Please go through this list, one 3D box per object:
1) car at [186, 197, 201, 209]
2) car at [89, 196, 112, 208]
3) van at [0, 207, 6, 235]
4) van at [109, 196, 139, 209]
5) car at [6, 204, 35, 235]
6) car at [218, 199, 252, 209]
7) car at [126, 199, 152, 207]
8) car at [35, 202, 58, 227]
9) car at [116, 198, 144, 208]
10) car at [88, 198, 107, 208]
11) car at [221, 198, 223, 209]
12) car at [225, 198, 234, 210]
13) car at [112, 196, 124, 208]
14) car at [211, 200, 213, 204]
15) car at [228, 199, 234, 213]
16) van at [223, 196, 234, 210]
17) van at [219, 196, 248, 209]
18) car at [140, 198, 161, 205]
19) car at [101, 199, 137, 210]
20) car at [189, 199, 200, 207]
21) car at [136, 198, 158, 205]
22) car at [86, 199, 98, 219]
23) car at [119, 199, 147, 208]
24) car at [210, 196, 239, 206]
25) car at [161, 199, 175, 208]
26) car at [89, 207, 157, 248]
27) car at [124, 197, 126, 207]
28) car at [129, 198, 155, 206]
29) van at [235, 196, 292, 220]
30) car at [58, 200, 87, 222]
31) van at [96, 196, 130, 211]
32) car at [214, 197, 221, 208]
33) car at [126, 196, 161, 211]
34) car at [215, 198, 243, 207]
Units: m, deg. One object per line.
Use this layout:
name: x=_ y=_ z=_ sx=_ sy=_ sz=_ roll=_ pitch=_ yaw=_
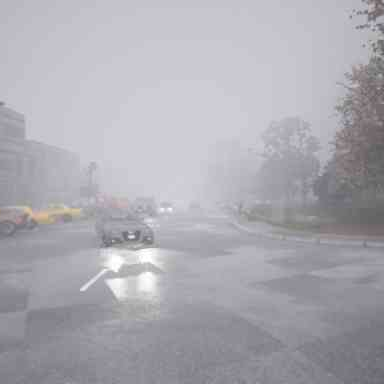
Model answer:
car: x=0.487 y=2.006 z=53.076 sx=2.033 sy=1.411 sz=5.357 roll=0 pitch=-1 yaw=2
car: x=-11.209 y=1.594 z=35.500 sx=4.553 sy=1.767 sz=2.185 roll=-1 pitch=-1 yaw=-20
van: x=-11.242 y=1.283 z=15.018 sx=4.442 sy=1.987 sz=1.878 roll=-1 pitch=-1 yaw=-20
van: x=-10.915 y=1.715 z=53.146 sx=4.442 sy=1.987 sz=1.878 roll=0 pitch=-1 yaw=-20
car: x=-11.353 y=1.569 z=17.893 sx=4.792 sy=1.488 sz=2.163 roll=-1 pitch=0 yaw=-20
car: x=6.785 y=1.945 z=52.909 sx=4.892 sy=1.521 sz=2.231 roll=1 pitch=-1 yaw=-19
car: x=-10.902 y=2.159 z=67.770 sx=4.892 sy=1.521 sz=2.231 roll=0 pitch=-1 yaw=-20
car: x=-11.479 y=1.567 z=20.777 sx=5.366 sy=1.575 sz=1.946 roll=-1 pitch=0 yaw=-20
car: x=-11.001 y=1.901 z=58.961 sx=4.553 sy=1.767 sz=2.185 roll=0 pitch=-1 yaw=-19
car: x=-11.193 y=1.689 z=32.567 sx=4.892 sy=1.521 sz=2.231 roll=-1 pitch=0 yaw=-19
car: x=6.711 y=1.867 z=44.080 sx=4.674 sy=1.452 sz=2.002 roll=1 pitch=-1 yaw=-19
car: x=6.666 y=1.797 z=38.187 sx=4.674 sy=1.452 sz=2.002 roll=1 pitch=0 yaw=-19
car: x=-11.178 y=1.503 z=38.424 sx=5.566 sy=2.045 sz=2.435 roll=-1 pitch=0 yaw=-19
car: x=6.948 y=2.192 z=67.641 sx=4.792 sy=1.488 sz=2.163 roll=1 pitch=-1 yaw=-19
car: x=6.642 y=1.763 z=35.242 sx=4.674 sy=1.452 sz=2.002 roll=1 pitch=0 yaw=-20
van: x=6.585 y=1.564 z=41.092 sx=4.442 sy=1.987 sz=1.878 roll=1 pitch=0 yaw=-19
van: x=6.928 y=1.763 z=55.901 sx=4.442 sy=1.987 sz=1.878 roll=1 pitch=-1 yaw=-19
car: x=-10.734 y=2.425 z=85.363 sx=4.892 sy=1.521 sz=2.231 roll=0 pitch=-1 yaw=-20
car: x=-11.039 y=1.901 z=50.166 sx=5.008 sy=1.535 sz=2.097 roll=-1 pitch=-1 yaw=-19
car: x=0.527 y=2.170 z=67.884 sx=2.128 sy=1.511 sz=4.902 roll=0 pitch=-1 yaw=1
car: x=-10.796 y=2.336 z=79.501 sx=4.892 sy=1.521 sz=2.231 roll=0 pitch=-1 yaw=-20
car: x=-11.193 y=1.686 z=29.641 sx=4.792 sy=1.488 sz=2.163 roll=-1 pitch=-1 yaw=-19
car: x=-10.949 y=2.071 z=61.899 sx=4.892 sy=1.521 sz=2.231 roll=0 pitch=-1 yaw=-19
car: x=6.926 y=1.954 z=70.563 sx=5.566 sy=2.045 sz=2.435 roll=1 pitch=-1 yaw=-19
car: x=-4.561 y=2.156 z=59.808 sx=1.895 sy=1.301 sz=4.718 roll=0 pitch=-1 yaw=1
car: x=-3.192 y=1.590 z=14.946 sx=1.994 sy=1.385 sz=4.181 roll=0 pitch=-1 yaw=-24
car: x=-11.069 y=1.698 z=44.309 sx=4.553 sy=1.767 sz=2.185 roll=-1 pitch=0 yaw=-20
car: x=-11.012 y=2.245 z=73.566 sx=5.366 sy=1.575 sz=1.946 roll=0 pitch=-1 yaw=-19
van: x=6.479 y=1.433 z=29.317 sx=4.442 sy=1.987 sz=1.878 roll=1 pitch=0 yaw=-19
car: x=-11.426 y=1.625 z=26.638 sx=5.366 sy=1.575 sz=1.946 roll=-1 pitch=0 yaw=-19
van: x=-11.183 y=1.638 z=47.193 sx=4.442 sy=1.987 sz=1.878 roll=-1 pitch=-1 yaw=-19
car: x=6.593 y=1.898 z=49.901 sx=5.366 sy=1.575 sz=1.946 roll=1 pitch=-1 yaw=-19
car: x=-4.869 y=1.442 z=34.071 sx=2.150 sy=2.045 sz=5.566 roll=0 pitch=-1 yaw=1
car: x=6.844 y=1.946 z=61.732 sx=4.553 sy=1.767 sz=2.185 roll=1 pitch=-1 yaw=-20
